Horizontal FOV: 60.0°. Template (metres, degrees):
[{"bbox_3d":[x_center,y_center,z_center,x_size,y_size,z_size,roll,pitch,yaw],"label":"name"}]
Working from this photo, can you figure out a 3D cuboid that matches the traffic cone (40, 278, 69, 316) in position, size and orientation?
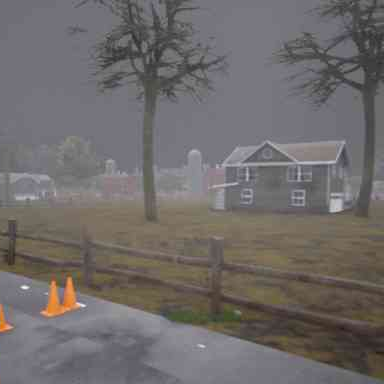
[{"bbox_3d":[-2.628,1.986,6.307,0.340,0.580,0.340,0,0,36],"label":"traffic cone"}]

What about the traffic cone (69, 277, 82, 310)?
[{"bbox_3d":[-2.431,1.988,6.604,0.340,0.580,0.340,0,0,33],"label":"traffic cone"}]

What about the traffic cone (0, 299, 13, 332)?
[{"bbox_3d":[-3.213,1.979,5.498,0.340,0.580,0.340,0,0,36],"label":"traffic cone"}]
